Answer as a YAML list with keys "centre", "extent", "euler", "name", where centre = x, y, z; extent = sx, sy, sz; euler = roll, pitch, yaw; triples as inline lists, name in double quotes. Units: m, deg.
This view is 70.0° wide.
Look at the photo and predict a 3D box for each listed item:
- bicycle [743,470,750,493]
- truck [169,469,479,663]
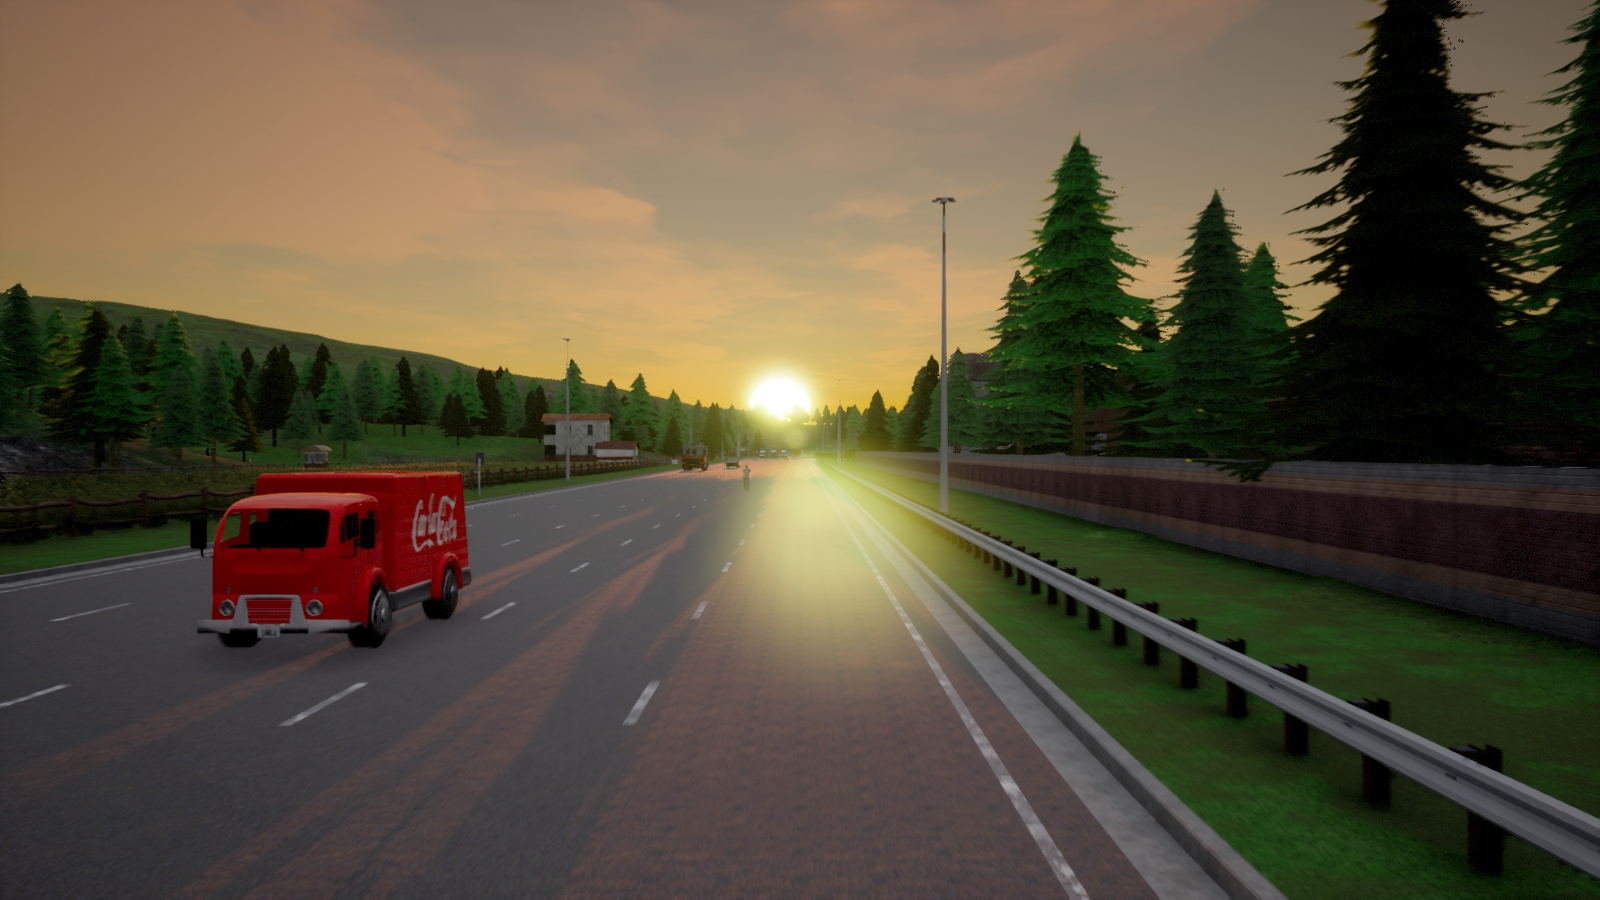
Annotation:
- centre: [-3.501, 2.055, 75.195]
  extent: [0.373, 1.496, 1.643]
  euler: [0, 0, 0]
  name: "bicycle"
- centre: [-7.002, 1.568, 17.653]
  extent: [2.627, 2.467, 5.204]
  euler: [0, 0, 0]
  name: "truck"
